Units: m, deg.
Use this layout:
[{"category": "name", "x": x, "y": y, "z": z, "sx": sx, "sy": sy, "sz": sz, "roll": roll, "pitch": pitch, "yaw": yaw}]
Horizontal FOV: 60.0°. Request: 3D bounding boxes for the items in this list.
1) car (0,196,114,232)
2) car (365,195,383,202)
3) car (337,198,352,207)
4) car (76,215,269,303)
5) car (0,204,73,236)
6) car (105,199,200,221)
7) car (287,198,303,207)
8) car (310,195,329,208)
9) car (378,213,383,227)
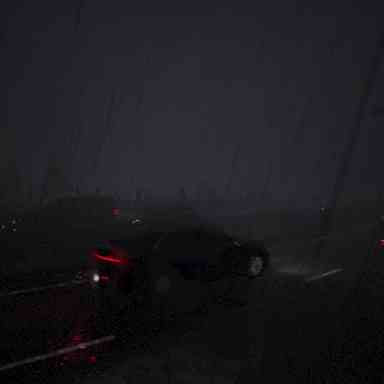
[{"category": "car", "x": -6.427, "y": 1.245, "z": 16.905, "sx": 5.566, "sy": 2.045, "sz": 2.150, "roll": 0, "pitch": 0, "yaw": -39}, {"category": "car", "x": 45.516, "y": 1.582, "z": 82.088, "sx": 1.882, "sy": 1.535, "sz": 5.008, "roll": 0, "pitch": 0, "yaw": 3}, {"category": "car", "x": 23.056, "y": 1.614, "z": 50.421, "sx": 2.033, "sy": 1.411, "sz": 5.357, "roll": 0, "pitch": 0, "yaw": 24}, {"category": "car", "x": -0.081, "y": 1.516, "z": 8.350, "sx": 4.892, "sy": 1.490, "sz": 1.837, "roll": 0, "pitch": 0, "yaw": -38}, {"category": "car", "x": -9.613, "y": 1.517, "z": 18.879, "sx": 4.902, "sy": 1.511, "sz": 2.128, "roll": 0, "pitch": 0, "yaw": -39}, {"category": "car", "x": -1.617, "y": 1.374, "z": 16.473, "sx": 4.553, "sy": 1.767, "sz": 2.097, "roll": 0, "pitch": 0, "yaw": -42}, {"category": "car", "x": 16.218, "y": 1.671, "z": 52.328, "sx": 1.895, "sy": 1.301, "sz": 4.718, "roll": 0, "pitch": 0, "yaw": 24}, {"category": "car", "x": 19.122, "y": 1.419, "z": 50.406, "sx": 2.097, "sy": 1.767, "sz": 4.553, "roll": 0, "pitch": 0, "yaw": 24}, {"category": "car", "x": 13.772, "y": 1.629, "z": 21.860, "sx": 1.895, "sy": 1.301, "sz": 4.718, "roll": 0, "pitch": 0, "yaw": 40}]
